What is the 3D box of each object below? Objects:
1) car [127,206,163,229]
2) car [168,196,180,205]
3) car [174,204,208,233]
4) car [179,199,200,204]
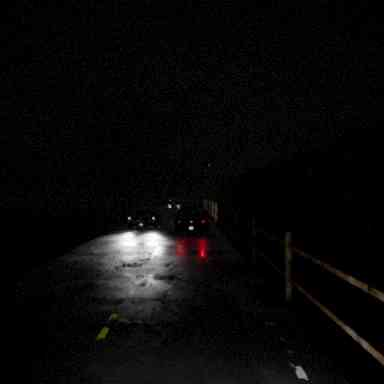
[{"bbox_3d":[-3.029,1.643,21.957,1.895,1.301,4.718,0,0,0],"label":"car"},{"bbox_3d":[-3.314,1.551,63.130,2.097,1.767,4.553,0,0,0],"label":"car"},{"bbox_3d":[-0.061,1.636,20.081,1.895,1.301,4.718,0,0,0],"label":"car"},{"bbox_3d":[-0.221,1.600,38.013,1.837,1.490,4.892,0,0,0],"label":"car"}]
